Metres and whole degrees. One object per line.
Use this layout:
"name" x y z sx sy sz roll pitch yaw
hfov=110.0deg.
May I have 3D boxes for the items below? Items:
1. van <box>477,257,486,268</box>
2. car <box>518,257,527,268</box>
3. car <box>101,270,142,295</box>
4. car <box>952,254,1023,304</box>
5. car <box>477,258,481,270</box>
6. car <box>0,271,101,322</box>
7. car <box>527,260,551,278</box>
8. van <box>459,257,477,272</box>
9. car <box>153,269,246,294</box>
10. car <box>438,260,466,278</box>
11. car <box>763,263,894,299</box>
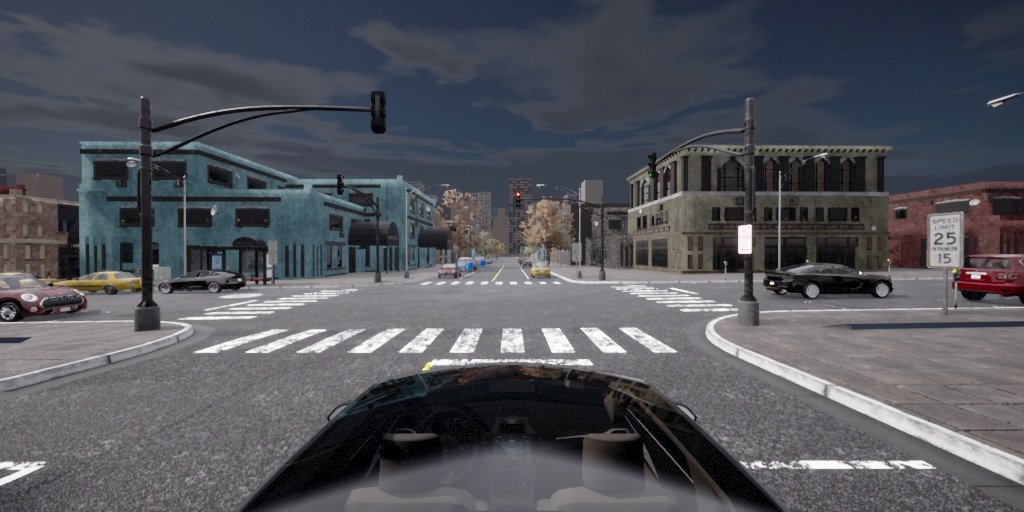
"van" -5.799 1.075 61.185 1.690 1.789 3.998 0 0 0
"car" 2.582 1.284 61.201 2.007 1.370 4.403 0 0 0
"car" -24.048 1.500 21.128 4.829 1.417 1.751 0 0 -1
"car" 19.926 0.841 13.616 5.009 1.841 2.192 0 0 -1
"car" -5.778 1.283 50.093 1.888 1.381 4.507 0 0 0
"car" -18.090 1.422 12.897 4.097 1.591 1.967 0 0 -1
"car" 2.634 1.267 33.639 1.751 1.417 4.829 0 0 0
"van" -5.767 1.080 44.546 1.690 1.789 3.998 0 0 0
"car" -18.225 1.473 21.244 4.313 1.339 1.948 0 0 -1
"car" -5.746 1.324 33.454 1.802 1.307 4.207 0 0 0
"car" 14.179 1.049 16.187 5.008 1.535 1.882 -1 1 -1
